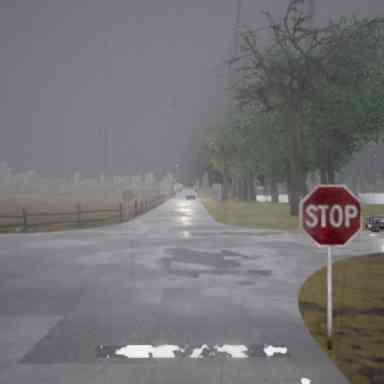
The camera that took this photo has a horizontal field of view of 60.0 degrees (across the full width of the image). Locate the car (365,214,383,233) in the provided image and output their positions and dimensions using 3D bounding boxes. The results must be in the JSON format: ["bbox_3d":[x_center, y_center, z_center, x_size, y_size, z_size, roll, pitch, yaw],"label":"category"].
[{"bbox_3d":[11.075,1.353,16.468,4.674,1.442,1.812,-1,-1,-2],"label":"car"}]

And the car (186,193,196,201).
[{"bbox_3d":[-0.265,1.037,71.285,1.837,1.490,4.892,0,1,0],"label":"car"}]
